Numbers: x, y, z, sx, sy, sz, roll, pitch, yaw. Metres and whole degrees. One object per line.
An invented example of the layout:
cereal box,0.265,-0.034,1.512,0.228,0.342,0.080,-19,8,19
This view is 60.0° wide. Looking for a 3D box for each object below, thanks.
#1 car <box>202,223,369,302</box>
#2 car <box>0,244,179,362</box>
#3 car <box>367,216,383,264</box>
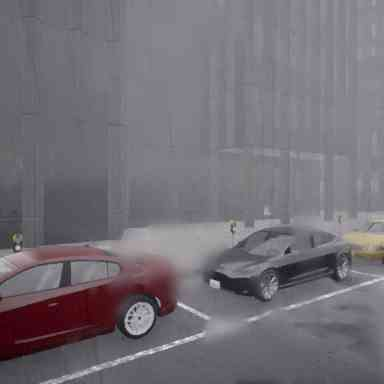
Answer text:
car,2.255,1.566,8.267,4.313,1.339,1.947,0,0,-36
car,-2.330,1.545,4.990,4.507,1.381,1.887,0,0,-36
car,6.703,1.527,11.445,4.829,1.417,1.752,0,0,-36
